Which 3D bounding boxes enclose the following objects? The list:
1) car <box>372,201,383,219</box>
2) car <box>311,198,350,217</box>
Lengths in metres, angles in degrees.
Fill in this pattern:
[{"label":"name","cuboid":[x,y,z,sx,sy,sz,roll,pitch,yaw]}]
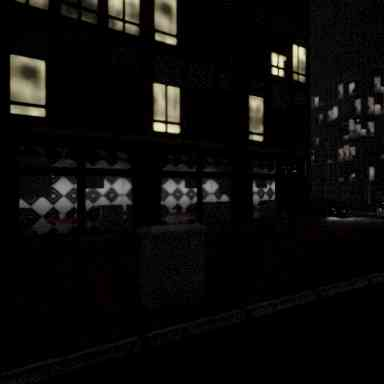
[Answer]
[{"label":"car","cuboid":[16.152,1.069,24.513,2.150,2.045,5.566,0,1,-18]},{"label":"car","cuboid":[11.494,1.296,29.004,1.837,1.490,4.892,0,1,-17]}]
